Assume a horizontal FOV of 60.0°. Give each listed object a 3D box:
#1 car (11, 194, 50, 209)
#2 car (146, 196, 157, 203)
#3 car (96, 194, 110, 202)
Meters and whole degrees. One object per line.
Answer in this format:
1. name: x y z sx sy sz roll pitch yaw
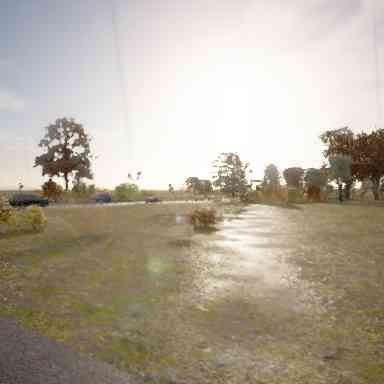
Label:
1. car: -23.592 1.309 48.372 2.150 2.045 5.566 0 0 34
2. car: -8.089 1.692 71.597 1.812 1.442 4.674 0 0 31
3. car: -19.059 1.353 67.738 2.150 2.045 5.566 0 0 34
